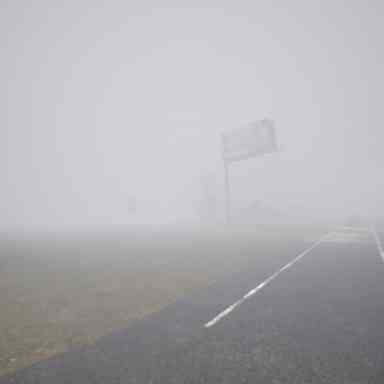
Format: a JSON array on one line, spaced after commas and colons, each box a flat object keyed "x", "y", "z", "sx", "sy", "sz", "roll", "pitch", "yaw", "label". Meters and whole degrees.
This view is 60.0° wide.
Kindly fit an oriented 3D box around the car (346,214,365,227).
[{"x": 19.769, "y": 3.442, "z": 40.176, "sx": 1.812, "sy": 1.442, "sz": 4.674, "roll": -4, "pitch": -4, "yaw": 27, "label": "car"}]

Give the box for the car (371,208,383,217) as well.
[{"x": 43.577, "y": 4.766, "z": 78.224, "sx": 2.150, "sy": 2.045, "sz": 5.566, "roll": -4, "pitch": -4, "yaw": 31, "label": "car"}]
